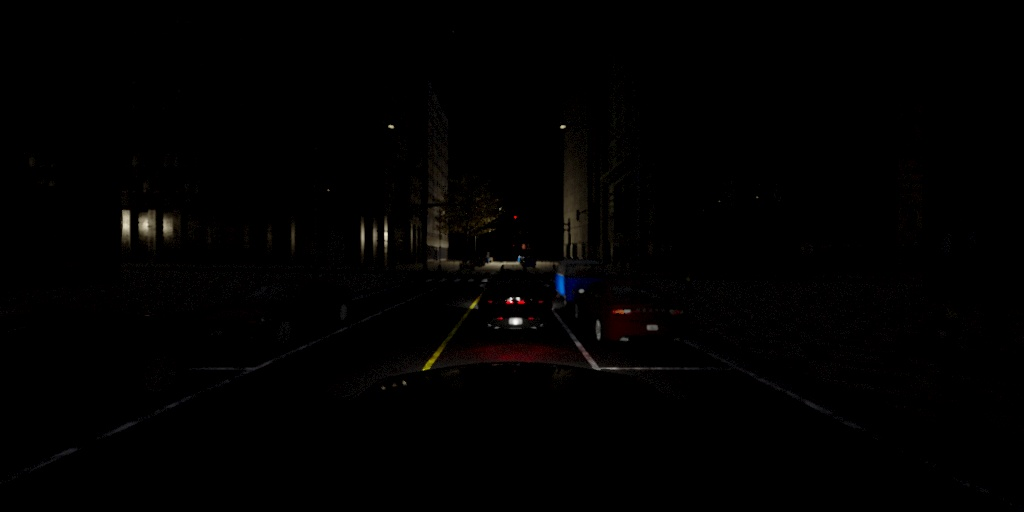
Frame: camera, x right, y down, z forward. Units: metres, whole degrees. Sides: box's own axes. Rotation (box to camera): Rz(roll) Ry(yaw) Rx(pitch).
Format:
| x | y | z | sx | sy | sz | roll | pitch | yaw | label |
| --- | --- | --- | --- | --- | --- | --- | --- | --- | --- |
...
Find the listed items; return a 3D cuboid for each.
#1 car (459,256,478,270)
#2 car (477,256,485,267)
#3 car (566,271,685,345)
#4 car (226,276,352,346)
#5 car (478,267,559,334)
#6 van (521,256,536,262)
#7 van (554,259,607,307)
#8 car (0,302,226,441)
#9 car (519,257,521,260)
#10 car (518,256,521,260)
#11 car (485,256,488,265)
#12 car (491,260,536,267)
| x | y | z | sx | sy | sz | roll | pitch | yaw | label |
| --- | --- | --- | --- | --- | --- | --- | --- | --- | --- |
| -5.893 | 1.113 | 47.203 | 1.751 | 1.417 | 4.829 | 0 | 0 | 0 | car |
| -5.917 | 1.100 | 57.953 | 1.888 | 1.381 | 4.507 | 0 | 0 | 0 | car |
| 2.756 | 1.266 | 9.286 | 1.888 | 1.381 | 4.507 | 0 | 0 | 0 | car |
| -5.799 | 1.265 | 9.281 | 1.888 | 1.381 | 4.507 | 0 | 0 | 0 | car |
| 0.078 | 1.220 | 10.484 | 1.837 | 1.490 | 4.892 | 0 | 0 | 0 | car |
| 2.623 | 0.912 | 52.795 | 1.690 | 1.789 | 3.998 | 0 | 0 | 0 | van |
| 2.742 | 1.040 | 14.812 | 1.690 | 1.789 | 3.998 | 0 | 0 | 0 | van |
| -5.782 | 1.287 | 3.756 | 1.888 | 1.381 | 4.507 | 0 | 0 | 0 | car |
| 2.607 | 1.121 | 58.208 | 1.948 | 1.339 | 4.313 | 0 | 0 | 0 | car |
| 2.592 | 1.084 | 63.621 | 1.888 | 1.381 | 4.507 | 0 | 0 | 0 | car |
| -5.932 | 0.854 | 63.243 | 2.192 | 1.841 | 5.009 | 0 | 0 | 0 | car |
| 0.056 | 1.172 | 19.939 | 2.128 | 1.511 | 4.902 | 0 | 0 | -1 | car |
